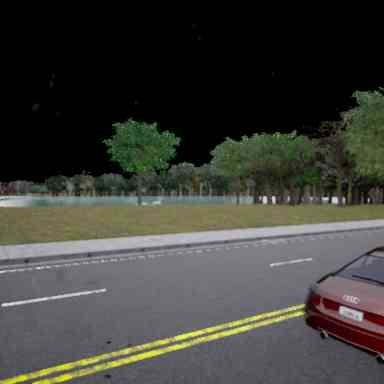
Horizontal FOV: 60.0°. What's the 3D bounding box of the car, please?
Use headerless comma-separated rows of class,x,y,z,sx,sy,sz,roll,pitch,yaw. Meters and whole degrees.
car,3.826,1.601,5.481,4.181,1.385,1.994,0,0,-32
